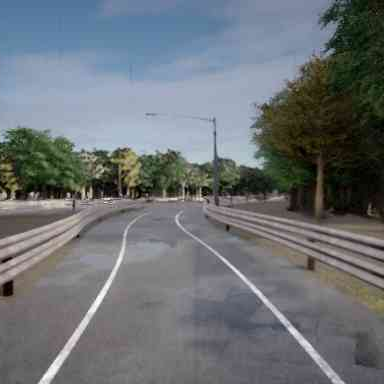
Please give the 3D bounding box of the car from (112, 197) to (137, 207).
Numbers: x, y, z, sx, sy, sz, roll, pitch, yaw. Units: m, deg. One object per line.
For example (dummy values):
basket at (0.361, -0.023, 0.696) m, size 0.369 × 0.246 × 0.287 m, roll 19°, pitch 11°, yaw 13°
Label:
car at (-10.811, 1.613, 54.115) m, size 1.837 × 1.490 × 4.892 m, roll -1°, pitch -1°, yaw 35°

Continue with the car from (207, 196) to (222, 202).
car at (5.219, 1.637, 76.594) m, size 2.097 × 1.767 × 4.553 m, roll -1°, pitch -1°, yaw 35°
